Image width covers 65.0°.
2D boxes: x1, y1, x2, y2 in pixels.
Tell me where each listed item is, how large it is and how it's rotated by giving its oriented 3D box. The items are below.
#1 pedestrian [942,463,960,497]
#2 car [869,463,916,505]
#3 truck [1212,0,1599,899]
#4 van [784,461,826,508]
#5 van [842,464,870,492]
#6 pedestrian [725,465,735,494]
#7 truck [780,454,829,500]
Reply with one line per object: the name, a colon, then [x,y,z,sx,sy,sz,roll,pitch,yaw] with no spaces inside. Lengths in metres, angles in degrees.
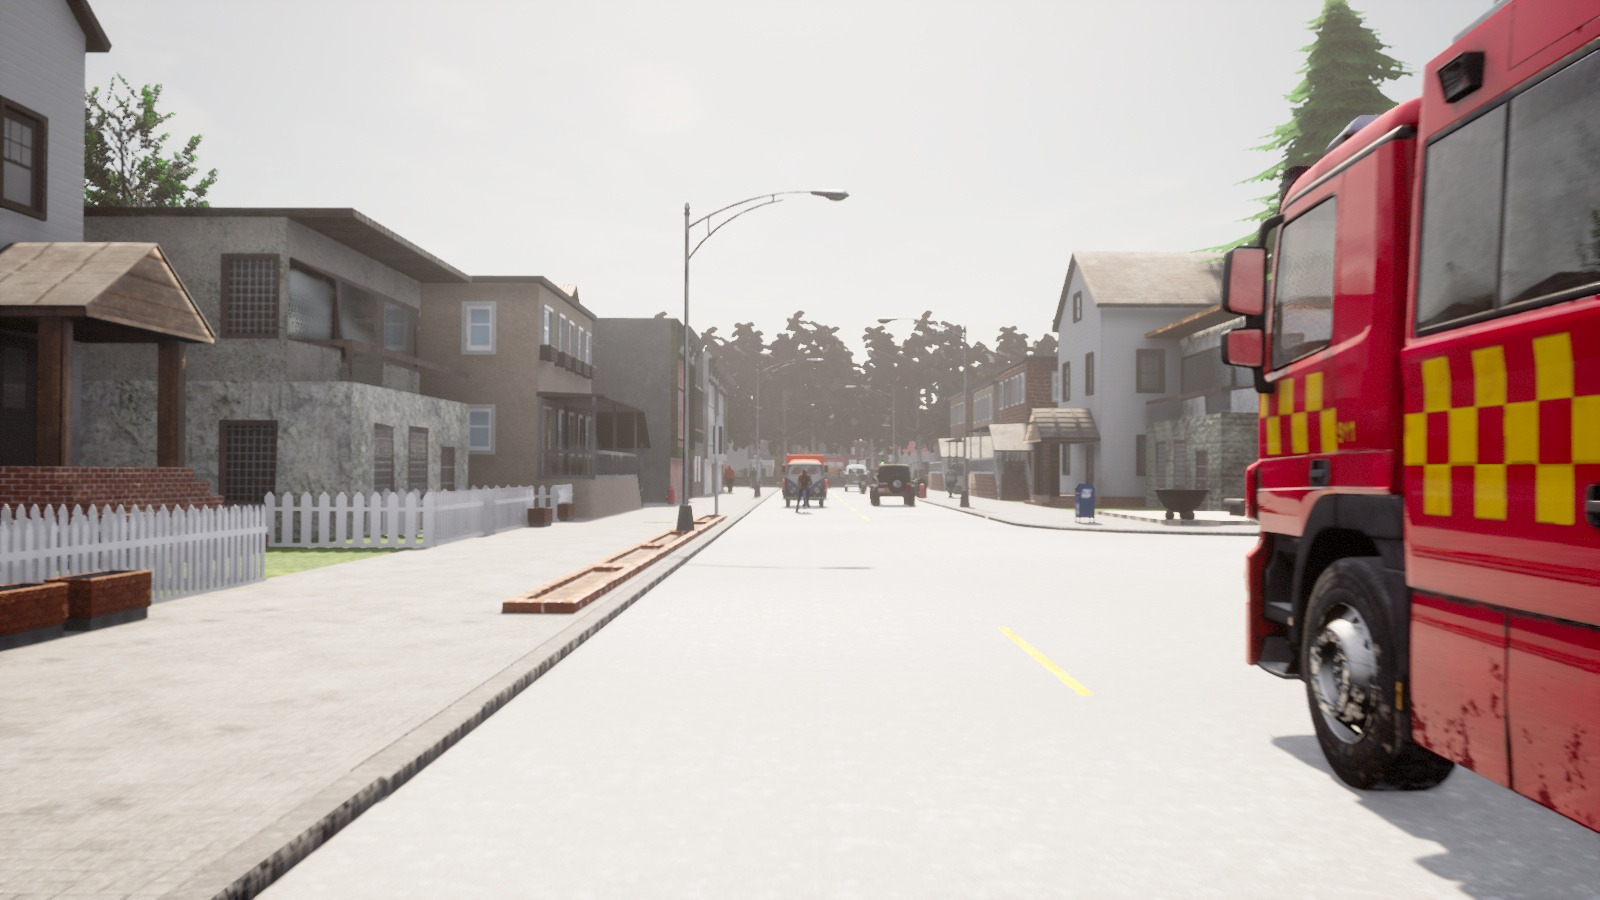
pedestrian: [8.302,1.642,69.188,0.874,1.855,0.900,0,-1,0]
car: [4.219,1.554,57.711,1.905,1.878,3.866,0,-1,0]
truck: [3.946,-0.300,3.953,2.891,3.827,8.468,0,-1,3]
van: [0.209,1.481,55.025,1.775,1.987,4.442,0,-1,0]
van: [4.292,2.121,96.123,2.069,2.038,4.480,0,-1,3]
pedestrian: [-4.421,1.865,79.467,0.634,1.844,0.899,0,-1,-2]
truck: [0.263,1.493,70.040,2.627,2.467,5.204,0,-1,0]
